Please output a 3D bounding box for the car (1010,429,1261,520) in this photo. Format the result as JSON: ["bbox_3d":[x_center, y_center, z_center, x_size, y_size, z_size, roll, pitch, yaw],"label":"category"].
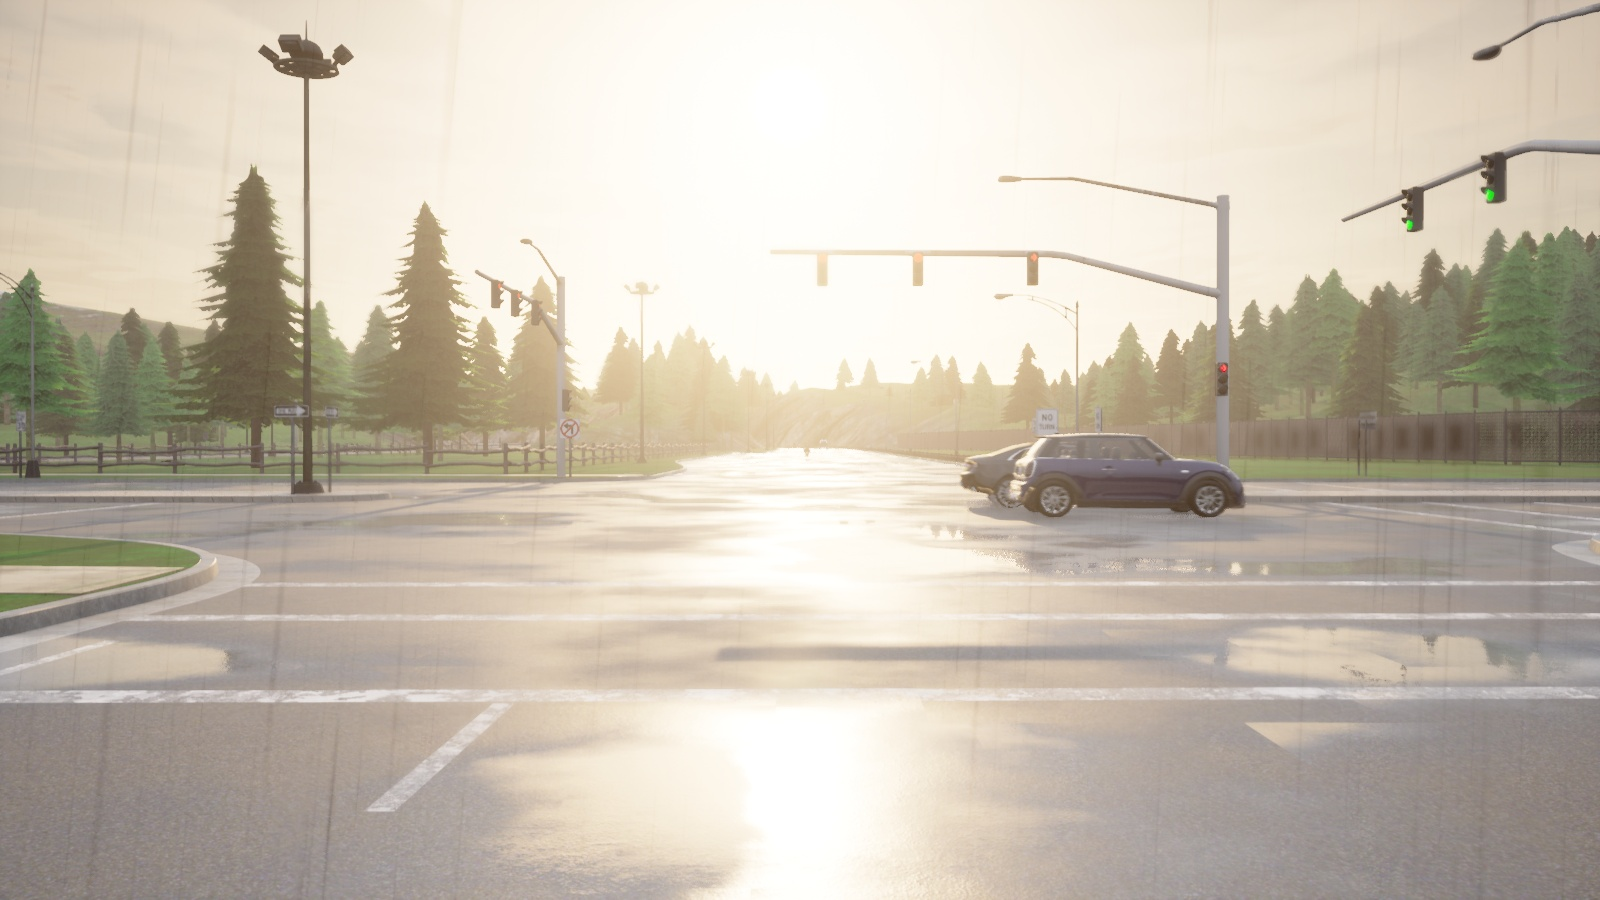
[{"bbox_3d":[6.709,0.462,25.514,4.553,1.767,2.097,0,0,1],"label":"car"}]

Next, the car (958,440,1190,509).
[{"bbox_3d":[6.235,0.538,29.023,4.902,1.511,2.128,0,0,1],"label":"car"}]
